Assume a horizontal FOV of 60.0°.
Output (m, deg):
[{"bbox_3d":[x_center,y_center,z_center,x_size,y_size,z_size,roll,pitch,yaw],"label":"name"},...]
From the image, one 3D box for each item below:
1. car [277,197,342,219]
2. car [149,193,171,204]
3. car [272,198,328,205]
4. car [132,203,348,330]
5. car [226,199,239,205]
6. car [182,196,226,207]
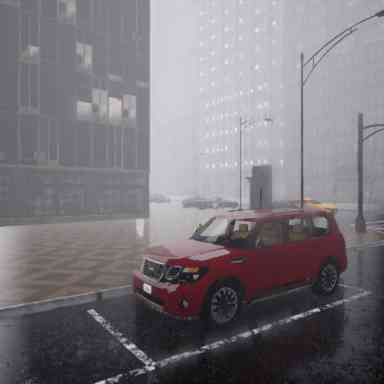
[{"bbox_3d":[9.947,1.271,28.477,1.882,1.535,5.008,0,1,-37],"label":"car"},{"bbox_3d":[-4.839,0.976,48.474,2.128,1.511,4.902,0,1,-36],"label":"car"},{"bbox_3d":[7.661,1.341,26.101,2.033,1.411,5.357,0,1,-37],"label":"car"},{"bbox_3d":[1.290,1.315,7.095,5.009,1.841,2.192,0,0,-35],"label":"car"},{"bbox_3d":[3.146,1.253,37.656,1.895,1.301,4.718,0,1,-37],"label":"car"},{"bbox_3d":[0.859,1.144,35.284,2.128,1.511,4.902,0,1,-37],"label":"car"}]
